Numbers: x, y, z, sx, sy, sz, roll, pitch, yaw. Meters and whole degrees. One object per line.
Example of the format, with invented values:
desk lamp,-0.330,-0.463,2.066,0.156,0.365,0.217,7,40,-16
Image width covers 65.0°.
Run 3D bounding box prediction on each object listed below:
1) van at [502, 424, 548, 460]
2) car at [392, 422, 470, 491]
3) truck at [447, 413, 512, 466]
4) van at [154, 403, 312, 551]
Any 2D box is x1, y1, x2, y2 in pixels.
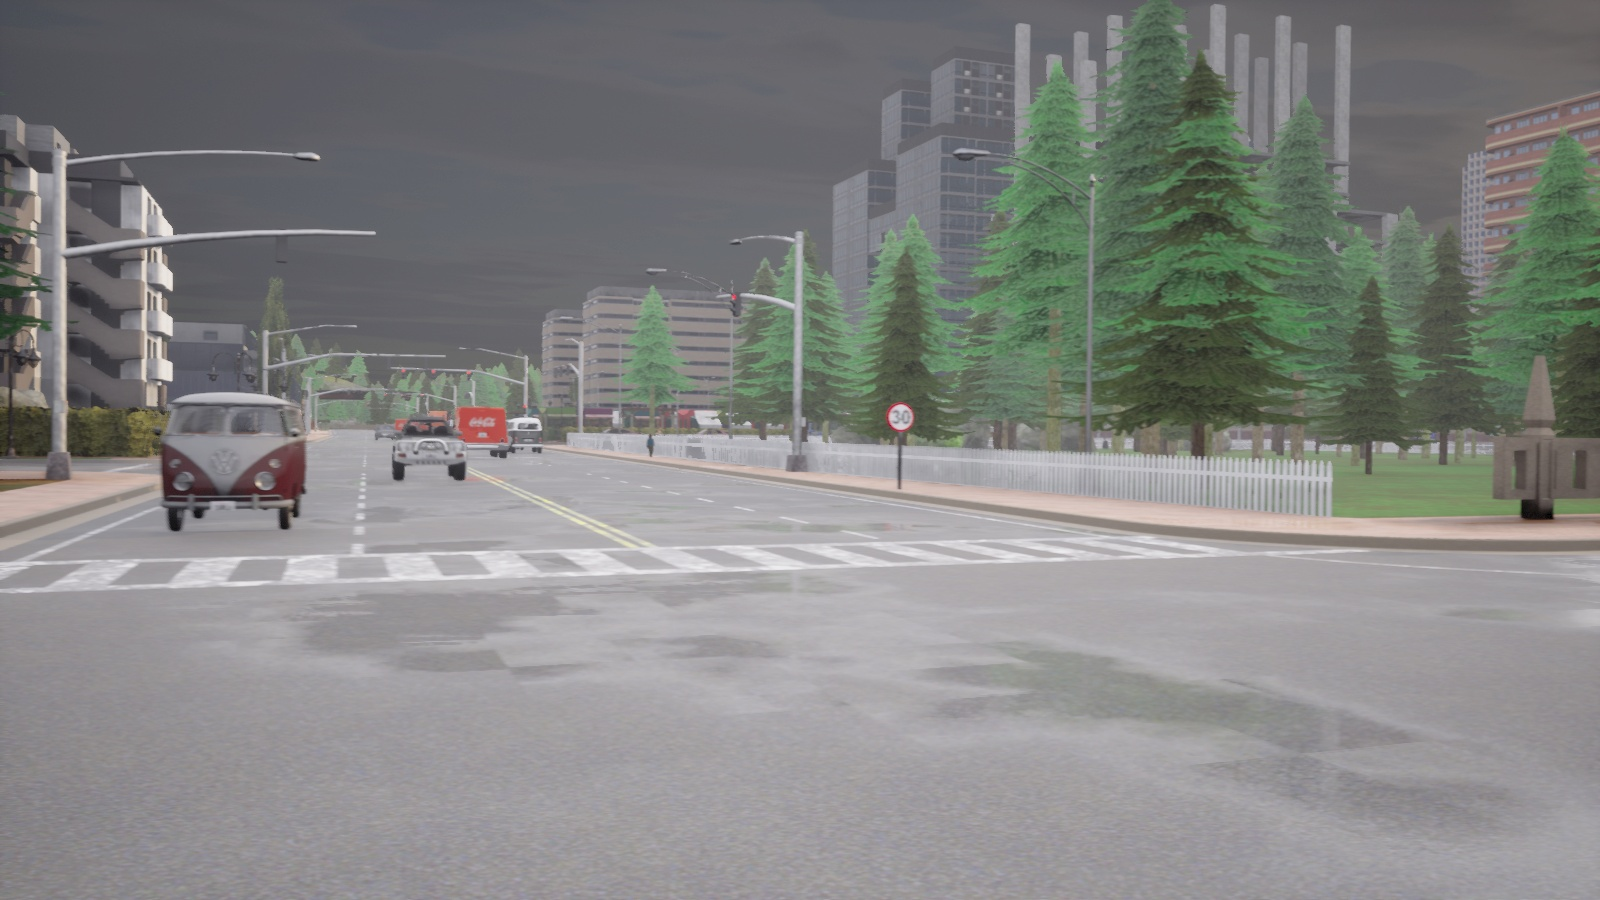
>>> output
van,-16.091,-0.497,73.310,2.069,2.038,4.480,-1,1,-19
car,-10.675,0.142,36.142,1.932,1.855,4.605,-1,1,-19
truck,-15.806,-0.522,61.740,2.627,2.467,5.204,-1,1,-19
van,-8.591,0.329,19.361,1.775,1.987,4.442,-1,1,-19
